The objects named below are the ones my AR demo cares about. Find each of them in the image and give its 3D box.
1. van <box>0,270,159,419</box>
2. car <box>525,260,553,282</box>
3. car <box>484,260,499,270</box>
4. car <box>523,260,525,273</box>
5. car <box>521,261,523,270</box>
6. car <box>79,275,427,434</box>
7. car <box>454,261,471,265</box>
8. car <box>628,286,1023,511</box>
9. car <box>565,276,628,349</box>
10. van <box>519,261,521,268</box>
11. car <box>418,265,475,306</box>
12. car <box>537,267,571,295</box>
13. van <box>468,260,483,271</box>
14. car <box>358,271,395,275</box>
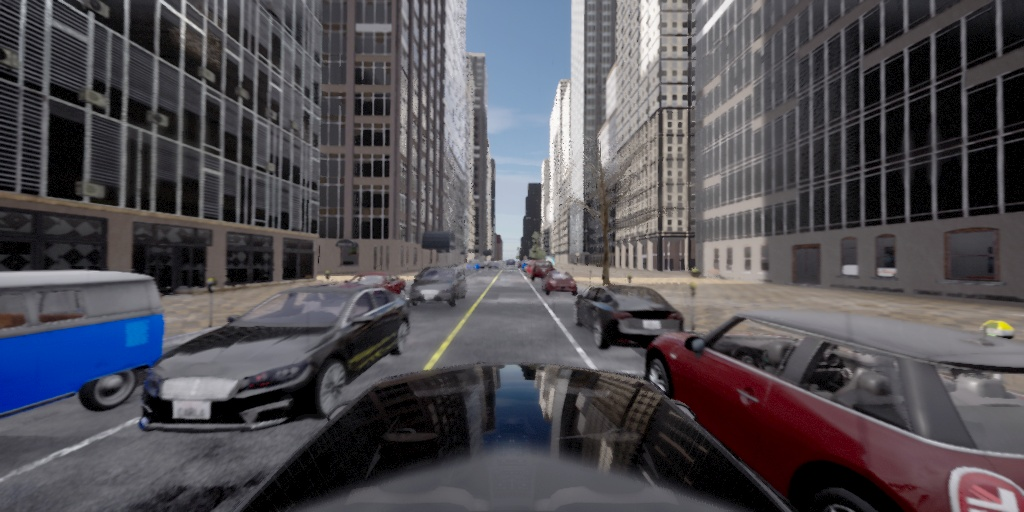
[{"bbox_3d":[-5.818,1.054,3.441,1.690,1.789,3.998,0,0,0],"label":"van"},{"bbox_3d":[2.590,1.306,31.891,2.192,1.841,5.009,0,0,0],"label":"car"},{"bbox_3d":[-3.213,1.715,63.001,2.033,1.411,5.357,0,0,0],"label":"car"},{"bbox_3d":[2.572,1.347,37.580,2.192,1.841,5.009,0,0,0],"label":"car"},{"bbox_3d":[2.534,1.640,49.127,1.751,1.417,4.829,0,0,0],"label":"car"},{"bbox_3d":[-3.106,1.246,5.926,2.128,1.511,4.902,0,0,0],"label":"car"},{"bbox_3d":[-5.809,1.527,37.573,1.948,1.339,4.313,0,0,0],"label":"car"},{"bbox_3d":[2.805,1.226,3.450,1.967,1.591,4.097,0,0,0],"label":"car"},{"bbox_3d":[2.731,1.393,9.138,1.948,1.339,4.313,0,0,0],"label":"car"},{"bbox_3d":[2.497,1.539,60.335,1.690,1.789,3.998,0,0,0],"label":"van"},{"bbox_3d":[-3.128,1.319,16.075,2.128,1.511,4.902,0,0,0],"label":"car"},{"bbox_3d":[2.628,1.491,20.514,1.802,1.307,4.207,0,0,0],"label":"car"},{"bbox_3d":[-5.865,1.426,54.639,1.690,1.789,3.998,0,0,0],"label":"van"},{"bbox_3d":[-5.744,1.341,14.818,1.888,1.381,4.507,0,0,0],"label":"car"}]
